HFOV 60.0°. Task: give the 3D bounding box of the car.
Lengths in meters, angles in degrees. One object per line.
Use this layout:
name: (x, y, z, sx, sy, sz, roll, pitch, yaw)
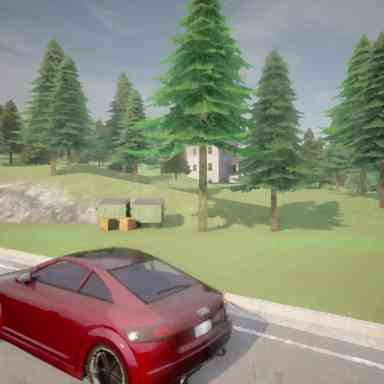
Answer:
car: (-1.492, 1.563, 5.053, 4.181, 1.385, 1.994, 0, 0, 36)
